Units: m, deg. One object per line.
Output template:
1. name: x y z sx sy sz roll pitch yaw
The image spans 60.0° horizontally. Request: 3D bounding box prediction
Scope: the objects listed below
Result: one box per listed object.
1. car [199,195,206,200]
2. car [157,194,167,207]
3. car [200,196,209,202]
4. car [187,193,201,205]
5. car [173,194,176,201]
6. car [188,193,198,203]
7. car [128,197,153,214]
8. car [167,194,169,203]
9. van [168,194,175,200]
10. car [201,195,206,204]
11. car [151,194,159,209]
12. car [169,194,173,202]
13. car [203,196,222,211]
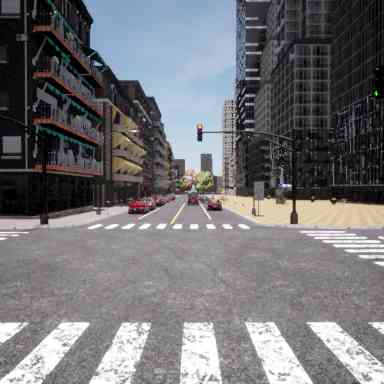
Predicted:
1. car: 2.804 1.535 92.114 1.752 1.417 4.829 -1 0 0
2. car: -5.614 1.312 52.358 2.192 1.841 5.009 -1 0 0
3. car: 2.776 1.548 74.997 1.887 1.381 4.507 -1 0 0
4. car: 0.201 1.477 58.630 1.882 1.535 5.008 0 0 0
5. car: -5.556 1.322 86.252 2.192 1.841 5.009 -1 0 0
6. car: 0.235 1.223 70.047 2.150 2.045 5.566 0 0 0
7. car: -5.640 1.540 35.411 1.887 1.381 4.507 -1 0 0
8. car: -5.603 1.439 58.006 1.967 1.590 4.097 -1 0 0
9. van: -5.546 1.350 91.899 1.690 1.788 3.998 -1 0 0
10. car: 2.756 1.551 63.698 2.008 1.369 4.403 -1 0 0
11. car: -5.632 1.436 41.060 1.967 1.590 4.097 -1 0 0
12. car: -5.581 1.584 69.305 1.802 1.307 4.206 -1 0 0
13. car: 2.717 1.540 41.103 1.887 1.381 4.507 -1 0 0
